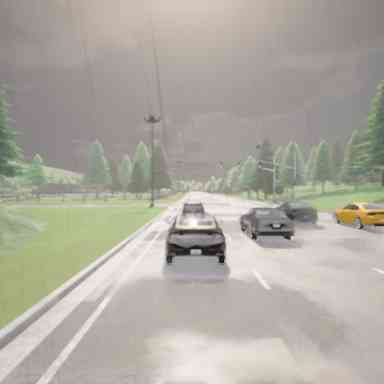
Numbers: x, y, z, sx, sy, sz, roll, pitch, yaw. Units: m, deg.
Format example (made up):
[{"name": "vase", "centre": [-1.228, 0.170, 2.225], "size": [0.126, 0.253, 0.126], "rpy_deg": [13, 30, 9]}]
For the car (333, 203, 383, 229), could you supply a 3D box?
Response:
[{"name": "car", "centre": [10.613, 1.402, 20.840], "size": [1.882, 1.535, 5.008], "rpy_deg": [0, 0, 0]}]

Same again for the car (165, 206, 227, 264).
[{"name": "car", "centre": [0.108, 1.448, 11.639], "size": [2.128, 1.511, 4.902], "rpy_deg": [0, 0, 0]}]

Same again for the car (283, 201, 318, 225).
[{"name": "car", "centre": [7.115, 1.393, 23.246], "size": [1.882, 1.535, 5.008], "rpy_deg": [0, 0, 0]}]

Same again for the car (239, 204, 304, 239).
[{"name": "car", "centre": [3.610, 1.486, 16.762], "size": [2.033, 1.411, 5.357], "rpy_deg": [0, 0, 0]}]

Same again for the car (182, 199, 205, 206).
[{"name": "car", "centre": [0.120, 1.379, 30.241], "size": [2.128, 1.511, 4.902], "rpy_deg": [0, 0, 0]}]
